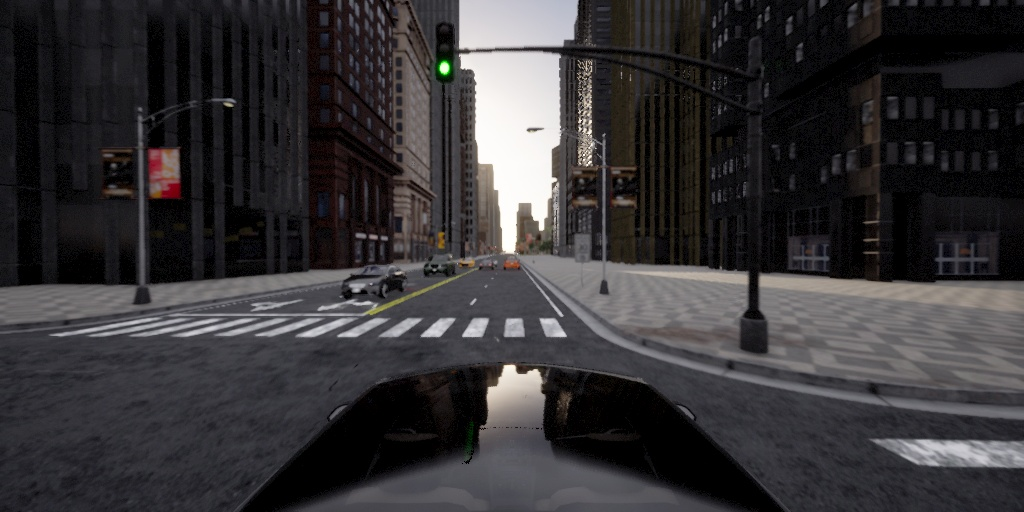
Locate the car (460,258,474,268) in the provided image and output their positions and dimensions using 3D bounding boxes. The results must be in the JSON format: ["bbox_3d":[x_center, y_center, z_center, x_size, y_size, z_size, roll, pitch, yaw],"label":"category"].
[{"bbox_3d":[-6.505,1.000,52.224,1.882,1.535,5.008,0,0,0],"label":"car"}]

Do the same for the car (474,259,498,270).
[{"bbox_3d":[-3.256,1.075,46.389,2.033,1.411,5.357,0,0,0],"label":"car"}]

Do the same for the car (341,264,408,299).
[{"bbox_3d":[-6.597,1.179,17.688,2.128,1.511,4.902,0,0,0],"label":"car"}]

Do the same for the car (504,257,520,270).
[{"bbox_3d":[-0.006,0.871,46.776,2.097,1.767,4.553,0,0,0],"label":"car"}]

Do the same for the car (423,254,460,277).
[{"bbox_3d":[-6.595,0.828,33.267,2.150,2.045,5.566,0,0,0],"label":"car"}]
